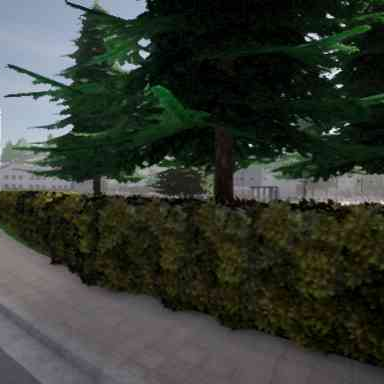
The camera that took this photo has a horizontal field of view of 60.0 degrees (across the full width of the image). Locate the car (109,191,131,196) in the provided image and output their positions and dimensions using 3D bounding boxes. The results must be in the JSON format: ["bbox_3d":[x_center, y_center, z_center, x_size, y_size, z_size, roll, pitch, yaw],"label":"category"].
[{"bbox_3d":[-19.360,0.446,91.339,5.027,1.636,2.152,0,0,-35],"label":"car"}]

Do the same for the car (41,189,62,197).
[{"bbox_3d":[-35.467,0.258,84.090,4.605,1.855,1.932,0,0,-35],"label":"car"}]

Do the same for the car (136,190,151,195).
[{"bbox_3d":[-10.136,0.558,78.628,4.605,1.855,1.932,0,0,-35],"label":"car"}]

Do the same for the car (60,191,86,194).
[{"bbox_3d":[-23.389,0.713,65.156,3.633,1.501,1.845,0,0,-35],"label":"car"}]

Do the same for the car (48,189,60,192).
[{"bbox_3d":[-29.008,0.586,73.418,4.514,1.523,2.007,0,0,-35],"label":"car"}]
